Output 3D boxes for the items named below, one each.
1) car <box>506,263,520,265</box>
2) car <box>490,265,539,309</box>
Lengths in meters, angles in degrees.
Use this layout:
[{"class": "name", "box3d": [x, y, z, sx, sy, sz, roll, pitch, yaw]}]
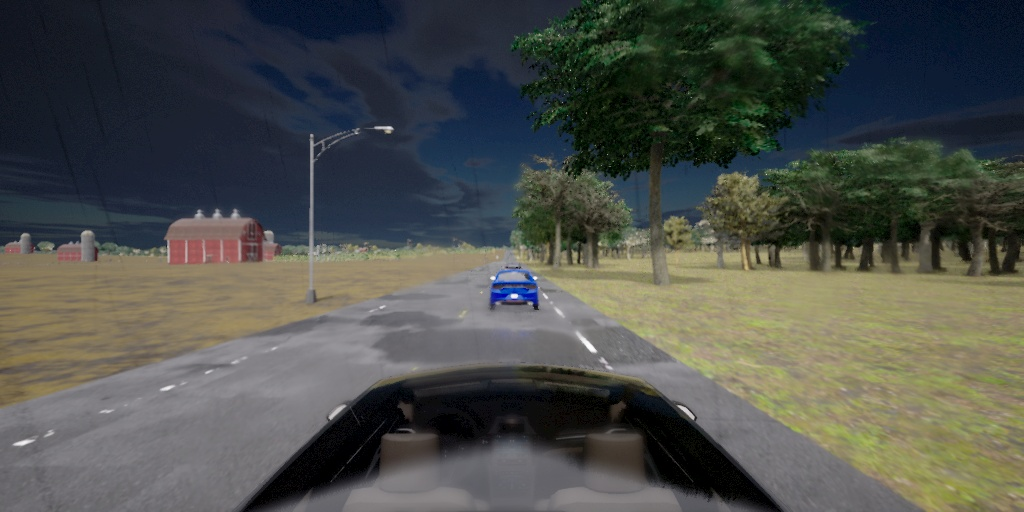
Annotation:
[{"class": "car", "box3d": [0.091, 1.396, 34.191, 2.128, 1.511, 4.902, 0, 0, 0]}, {"class": "car", "box3d": [0.090, 1.308, 15.406, 1.882, 1.535, 5.008, 0, 0, 0]}]
